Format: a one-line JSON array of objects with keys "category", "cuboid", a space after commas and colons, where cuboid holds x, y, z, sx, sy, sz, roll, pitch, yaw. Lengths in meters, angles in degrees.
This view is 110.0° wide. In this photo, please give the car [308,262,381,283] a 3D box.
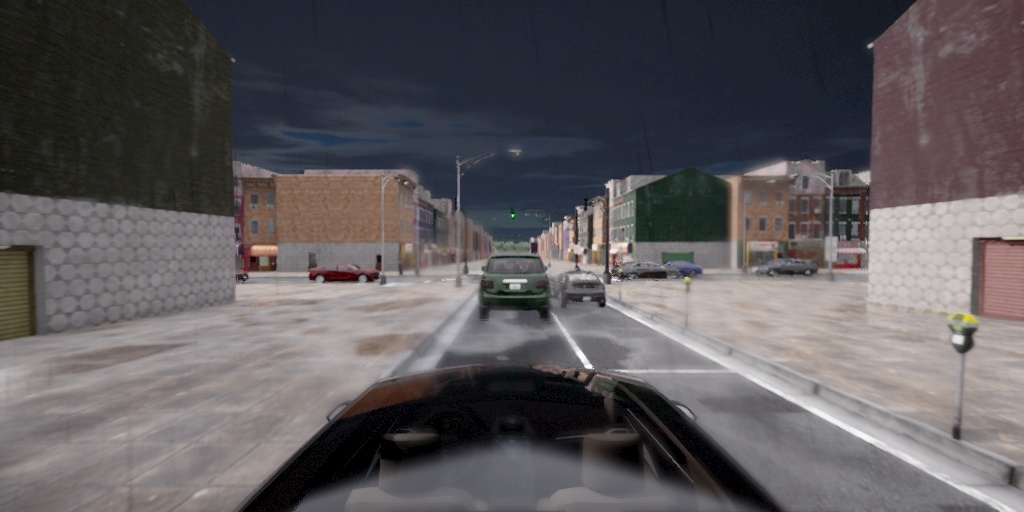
[{"category": "car", "cuboid": [-12.339, 1.231, 26.627, 5.008, 1.535, 1.882, 0, 1, -1]}]

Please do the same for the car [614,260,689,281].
[{"category": "car", "cuboid": [9.918, 1.106, 26.494, 4.902, 1.511, 2.128, 0, 1, -3]}]

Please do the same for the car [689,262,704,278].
[{"category": "car", "cuboid": [13.261, 1.043, 29.591, 4.674, 1.442, 1.812, 0, 1, 1]}]

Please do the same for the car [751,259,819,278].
[{"category": "car", "cuboid": [22.422, 0.970, 29.570, 4.902, 1.511, 2.128, 0, 1, 0]}]

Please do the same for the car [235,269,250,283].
[{"category": "car", "cuboid": [-22.329, 1.308, 26.618, 5.008, 1.535, 1.882, -1, 1, 0]}]

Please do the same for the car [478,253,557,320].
[{"category": "car", "cuboid": [0.083, 0.922, 12.485, 2.150, 2.045, 5.566, 0, 0, 0]}]

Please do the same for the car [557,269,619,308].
[{"category": "car", "cuboid": [2.631, 1.242, 14.675, 2.007, 1.370, 4.403, 0, 0, 0]}]
